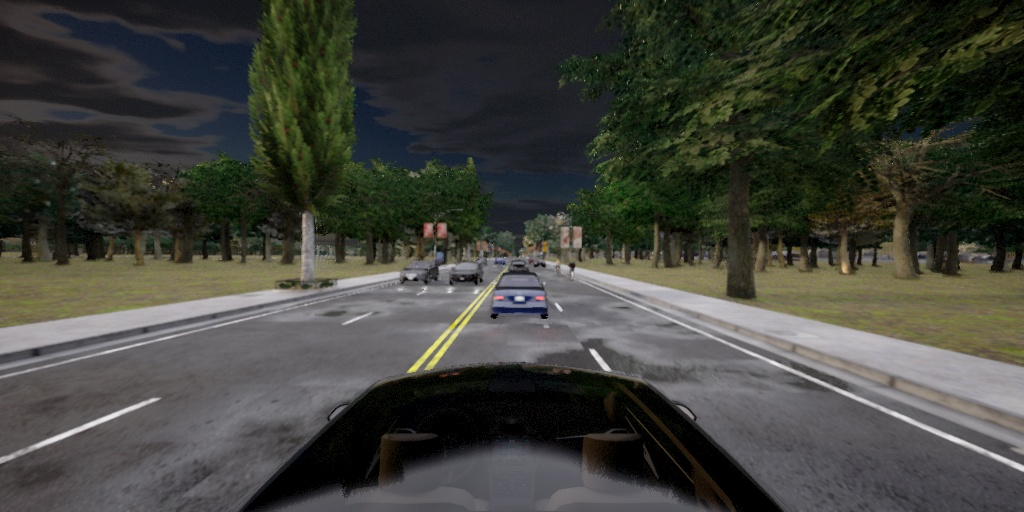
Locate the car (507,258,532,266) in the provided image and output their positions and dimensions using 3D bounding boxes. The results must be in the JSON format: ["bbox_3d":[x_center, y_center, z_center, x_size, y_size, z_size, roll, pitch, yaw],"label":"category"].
[{"bbox_3d":[0.590,1.133,33.180,1.837,1.490,4.892,0,0,1],"label":"car"}]

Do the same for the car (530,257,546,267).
[{"bbox_3d":[4.211,1.167,55.846,1.895,1.301,4.718,0,0,1],"label":"car"}]

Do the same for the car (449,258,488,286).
[{"bbox_3d":[-3.005,1.114,24.429,1.882,1.535,5.008,0,0,1],"label":"car"}]

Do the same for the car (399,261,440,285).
[{"bbox_3d":[-6.250,1.103,24.729,2.128,1.511,4.902,0,0,1],"label":"car"}]

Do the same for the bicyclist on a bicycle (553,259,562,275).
[{"bbox_3d":[4.713,1.080,36.812,0.866,1.612,1.509,0,0,1],"label":"bicyclist on a bicycle"}]

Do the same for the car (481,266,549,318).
[{"bbox_3d":[0.254,1.255,12.745,2.033,1.411,5.357,0,0,1],"label":"car"}]

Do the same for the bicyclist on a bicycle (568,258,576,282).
[{"bbox_3d":[4.539,1.051,27.339,0.659,1.776,1.843,0,0,1],"label":"bicyclist on a bicycle"}]
